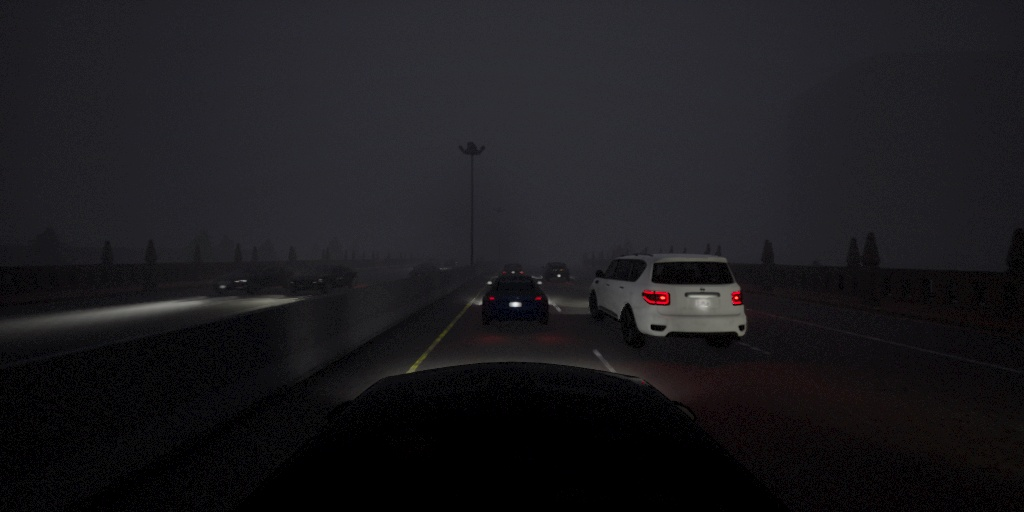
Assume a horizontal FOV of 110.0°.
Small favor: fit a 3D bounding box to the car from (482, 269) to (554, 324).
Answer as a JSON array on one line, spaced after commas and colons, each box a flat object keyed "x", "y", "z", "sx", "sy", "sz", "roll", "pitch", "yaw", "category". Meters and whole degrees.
[{"x": 0.094, "y": 1.311, "z": 11.920, "sx": 1.994, "sy": 1.385, "sz": 4.181, "roll": 0, "pitch": 0, "yaw": 0, "category": "car"}]

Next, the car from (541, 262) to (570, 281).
[{"x": 3.583, "y": 1.246, "z": 29.720, "sx": 1.837, "sy": 1.490, "sz": 4.892, "roll": 0, "pitch": 0, "yaw": 0, "category": "car"}]

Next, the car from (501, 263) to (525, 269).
[{"x": 0.083, "y": 1.289, "z": 29.785, "sx": 2.033, "sy": 1.411, "sz": 5.357, "roll": 0, "pitch": 0, "yaw": 0, "category": "car"}]

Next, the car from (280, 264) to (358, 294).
[{"x": -10.610, "y": 1.221, "z": 20.542, "sx": 1.882, "sy": 1.535, "sz": 5.008, "roll": 0, "pitch": 0, "yaw": 0, "category": "car"}]

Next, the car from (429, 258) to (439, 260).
[{"x": -13.907, "y": 1.088, "z": 62.752, "sx": 2.097, "sy": 1.767, "sz": 4.553, "roll": 0, "pitch": 0, "yaw": 2, "category": "car"}]

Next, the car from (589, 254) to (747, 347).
[{"x": 3.595, "y": 0.969, "z": 9.444, "sx": 2.150, "sy": 2.045, "sz": 5.566, "roll": 0, "pitch": 0, "yaw": 0, "category": "car"}]

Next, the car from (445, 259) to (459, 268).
[{"x": -10.417, "y": 1.239, "z": 62.215, "sx": 1.837, "sy": 1.490, "sz": 4.892, "roll": 0, "pitch": 0, "yaw": 2, "category": "car"}]

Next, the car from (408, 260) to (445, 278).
[{"x": -7.112, "y": 1.305, "z": 29.562, "sx": 1.994, "sy": 1.385, "sz": 4.181, "roll": 0, "pitch": 0, "yaw": 0, "category": "car"}]

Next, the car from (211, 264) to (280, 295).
[{"x": -14.110, "y": 1.235, "z": 19.939, "sx": 2.128, "sy": 1.511, "sz": 4.902, "roll": 0, "pitch": 0, "yaw": 0, "category": "car"}]
